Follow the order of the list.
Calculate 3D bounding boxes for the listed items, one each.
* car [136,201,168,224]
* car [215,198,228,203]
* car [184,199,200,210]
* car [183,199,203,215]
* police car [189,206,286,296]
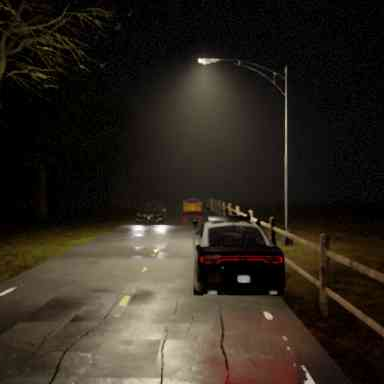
[{"bbox_3d":[-2.848,1.459,24.258,1.837,1.490,4.892,0,0,0],"label":"car"},{"bbox_3d":[7.151,2.209,79.975,1.812,1.442,4.674,-1,-1,36],"label":"car"},{"bbox_3d":[0.023,1.644,45.925,2.033,1.411,5.357,0,-1,1],"label":"car"},{"bbox_3d":[0.070,1.454,33.926,1.882,1.535,5.008,0,0,1],"label":"car"},{"bbox_3d":[0.963,1.402,8.755,1.930,1.638,5.238,0,0,0],"label":"police car"}]
